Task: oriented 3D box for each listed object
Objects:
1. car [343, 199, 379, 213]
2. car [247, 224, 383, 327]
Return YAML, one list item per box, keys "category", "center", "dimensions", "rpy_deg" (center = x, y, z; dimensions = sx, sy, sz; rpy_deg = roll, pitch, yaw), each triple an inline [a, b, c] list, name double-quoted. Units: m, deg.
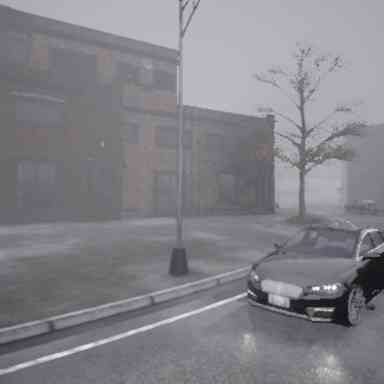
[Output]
- category: "car"
  center: [18.153, 1.450, 35.720]
  dimensions: [1.812, 1.442, 4.674]
  rpy_deg: [1, 0, 1]
- category: "car"
  center: [3.073, 1.494, 7.218]
  dimensions: [2.128, 1.511, 4.902]
  rpy_deg: [0, 0, 43]
